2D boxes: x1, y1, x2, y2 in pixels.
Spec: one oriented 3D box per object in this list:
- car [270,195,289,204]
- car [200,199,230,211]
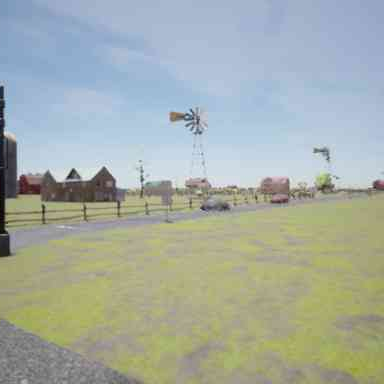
[{"bbox_3d":[14.450,1.183,54.911,1.882,1.535,5.008,-1,0,35],"label":"car"},{"bbox_3d":[2.676,1.457,38.370,1.994,1.385,4.181,-1,0,35],"label":"car"}]
